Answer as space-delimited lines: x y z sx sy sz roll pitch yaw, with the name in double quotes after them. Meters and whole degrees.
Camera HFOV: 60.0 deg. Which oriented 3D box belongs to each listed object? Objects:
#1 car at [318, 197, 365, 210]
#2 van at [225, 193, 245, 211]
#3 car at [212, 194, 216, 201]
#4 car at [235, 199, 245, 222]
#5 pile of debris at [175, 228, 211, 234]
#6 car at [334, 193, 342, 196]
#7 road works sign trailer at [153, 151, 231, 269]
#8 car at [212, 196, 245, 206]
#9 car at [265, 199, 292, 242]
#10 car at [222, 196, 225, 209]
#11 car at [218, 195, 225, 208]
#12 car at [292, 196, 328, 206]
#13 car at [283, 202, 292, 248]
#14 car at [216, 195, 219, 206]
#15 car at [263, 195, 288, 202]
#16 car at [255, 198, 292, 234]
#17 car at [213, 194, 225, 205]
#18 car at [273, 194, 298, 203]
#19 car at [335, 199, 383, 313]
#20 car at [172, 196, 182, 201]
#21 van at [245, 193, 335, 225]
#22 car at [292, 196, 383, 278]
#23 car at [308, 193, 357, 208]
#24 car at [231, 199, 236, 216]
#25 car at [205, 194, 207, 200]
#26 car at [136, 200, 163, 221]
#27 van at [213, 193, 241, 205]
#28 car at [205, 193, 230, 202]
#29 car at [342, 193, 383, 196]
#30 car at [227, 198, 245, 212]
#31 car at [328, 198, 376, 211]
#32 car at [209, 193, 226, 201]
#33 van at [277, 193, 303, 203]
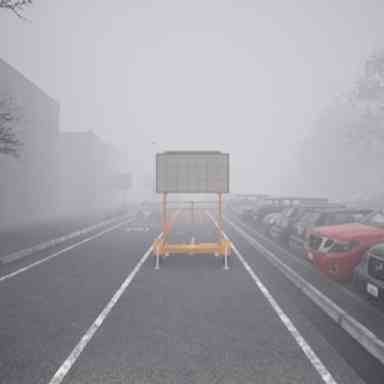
18.789 1.390 41.941 5.008 1.535 2.097 0 0 0 "car"
5.588 1.184 30.553 4.442 1.987 1.878 0 0 0 "van"
5.715 1.388 47.366 4.892 1.521 2.231 0 0 0 "car"
5.692 1.429 22.144 5.008 1.535 2.097 0 0 0 "car"
0.045 2.130 18.055 1.860 0.140 1.500 0 0 0 "pile of debris"
18.760 1.146 36.372 5.566 2.045 2.435 0 0 0 "car"
0.016 0.443 11.045 2.380 3.560 2.880 0 0 1 "road works sign trailer"
5.719 1.392 52.977 5.008 1.535 2.097 0 0 0 "car"
5.659 1.323 13.734 4.553 1.767 2.185 0 0 0 "car"
5.736 1.433 33.357 4.792 1.488 2.163 0 0 0 "car"
5.895 1.393 36.160 5.366 1.575 1.946 0 0 0 "car"
18.799 1.393 53.081 5.008 1.535 2.097 0 0 0 "car"
5.656 1.330 10.930 4.553 1.767 2.185 0 0 0 "car"
5.707 1.391 38.960 5.008 1.535 2.097 0 0 0 "car"
18.850 1.440 75.360 5.008 1.535 2.097 0 0 0 "car"
5.724 1.317 16.537 4.553 1.767 2.185 0 0 0 "car"
5.688 1.417 44.568 4.792 1.488 2.163 0 0 0 "car"
18.793 1.283 67.005 4.553 1.767 2.185 0 0 0 "car"
5.654 1.217 5.324 5.566 2.045 2.435 0 0 0 "car"
-3.105 1.467 68.270 1.812 1.442 4.674 0 0 0 "car"
5.578 1.210 19.340 4.442 1.987 1.878 0 0 0 "van"
5.657 1.211 8.127 5.566 2.045 2.435 0 0 0 "car"
18.769 1.137 44.728 5.566 2.045 2.435 0 0 0 "car"
5.671 1.452 24.947 4.792 1.488 2.163 0 0 0 "car"
5.773 1.157 66.992 5.566 2.045 2.435 0 0 0 "car"
-3.289 1.437 26.714 2.128 1.511 4.902 0 0 0 "car"
5.844 1.169 55.780 4.442 1.987 1.878 0 0 0 "van"
5.793 1.189 75.403 5.566 2.045 2.435 0 0 0 "car"
18.759 1.152 33.710 5.566 2.045 2.435 0 0 0 "car"
5.673 1.446 27.751 4.792 1.488 2.163 0 0 0 "car"
18.789 1.432 39.280 4.674 1.452 2.002 0 0 0 "car"
5.750 1.138 50.173 5.566 2.045 2.435 0 0 0 "car"
18.935 1.177 64.224 4.442 1.987 1.878 0 0 0 "van"
